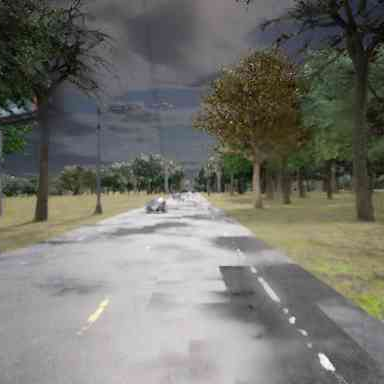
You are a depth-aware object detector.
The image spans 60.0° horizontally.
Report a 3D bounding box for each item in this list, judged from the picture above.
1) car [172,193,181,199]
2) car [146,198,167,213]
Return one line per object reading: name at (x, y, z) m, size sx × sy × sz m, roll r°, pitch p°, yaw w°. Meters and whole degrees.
car at (-3.509, 0.820, 76.821) m, size 1.994 × 1.385 × 4.181 m, roll 0°, pitch 1°, yaw 0°
car at (-3.597, 1.350, 34.309) m, size 2.128 × 1.511 × 4.902 m, roll 0°, pitch 0°, yaw 0°
